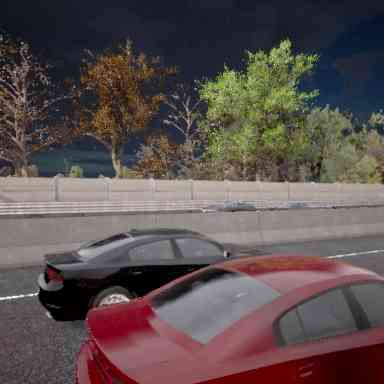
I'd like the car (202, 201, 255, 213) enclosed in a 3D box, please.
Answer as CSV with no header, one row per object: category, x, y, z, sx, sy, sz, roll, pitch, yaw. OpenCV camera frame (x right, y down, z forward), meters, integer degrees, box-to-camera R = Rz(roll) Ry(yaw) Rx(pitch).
car,3.174,1.496,28.425,4.902,1.511,2.128,0,0,-27

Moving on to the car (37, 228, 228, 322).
car,-0.378,1.476,6.760,5.008,1.535,1.882,0,0,-27

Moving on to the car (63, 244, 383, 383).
car,1.357,1.477,3.717,5.008,1.535,1.882,0,0,-27

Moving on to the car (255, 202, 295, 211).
car,8.085,1.555,26.995,5.357,1.411,2.033,0,0,-27

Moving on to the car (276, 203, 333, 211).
car,8.540,1.608,23.300,4.718,1.301,1.895,0,0,-27
